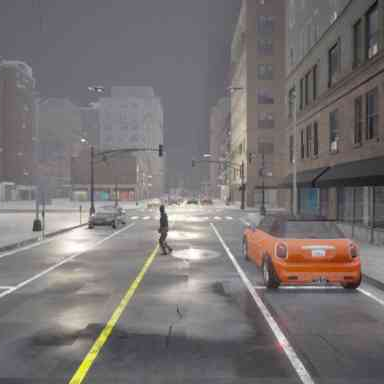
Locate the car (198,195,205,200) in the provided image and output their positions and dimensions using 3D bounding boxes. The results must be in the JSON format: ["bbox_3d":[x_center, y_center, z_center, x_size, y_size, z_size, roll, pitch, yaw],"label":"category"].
[{"bbox_3d":[2.610,1.559,93.647,2.008,1.369,4.403,0,0,0],"label":"car"}]

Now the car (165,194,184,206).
[{"bbox_3d":[-2.852,1.550,54.603,2.033,1.411,5.357,0,0,0],"label":"car"}]

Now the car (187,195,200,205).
[{"bbox_3d":[0.070,1.604,59.563,1.895,1.301,4.718,0,0,0],"label":"car"}]

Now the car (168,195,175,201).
[{"bbox_3d":[-5.413,1.589,87.983,1.802,1.307,4.206,0,0,0],"label":"car"}]

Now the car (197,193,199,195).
[{"bbox_3d":[2.619,1.319,65.337,2.192,1.841,5.009,0,0,0],"label":"car"}]

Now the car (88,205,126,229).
[{"bbox_3d":[-5.394,1.551,21.504,2.008,1.369,4.403,0,0,0],"label":"car"}]

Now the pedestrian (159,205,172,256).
[{"bbox_3d":[-0.991,1.293,11.632,0.375,1.860,0.375,0,0,-8],"label":"pedestrian"}]

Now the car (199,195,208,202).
[{"bbox_3d":[2.615,1.531,76.831,1.752,1.417,4.829,0,0,0],"label":"car"}]

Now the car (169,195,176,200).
[{"bbox_3d":[-5.415,1.533,93.475,1.752,1.417,4.829,0,0,0],"label":"car"}]

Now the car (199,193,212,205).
[{"bbox_3d":[2.620,1.443,59.675,1.967,1.590,4.097,0,0,0],"label":"car"}]

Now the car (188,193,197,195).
[{"bbox_3d":[-0.026,1.232,88.468,2.150,2.045,5.566,0,0,0],"label":"car"}]

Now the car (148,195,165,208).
[{"bbox_3d":[-5.401,1.527,48.179,1.752,1.417,4.829,0,0,0],"label":"car"}]

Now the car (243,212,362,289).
[{"bbox_3d":[2.747,1.351,9.352,2.097,1.767,4.553,0,0,0],"label":"car"}]

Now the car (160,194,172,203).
[{"bbox_3d":[-5.408,1.320,70.997,2.192,1.841,5.009,0,0,0],"label":"car"}]
